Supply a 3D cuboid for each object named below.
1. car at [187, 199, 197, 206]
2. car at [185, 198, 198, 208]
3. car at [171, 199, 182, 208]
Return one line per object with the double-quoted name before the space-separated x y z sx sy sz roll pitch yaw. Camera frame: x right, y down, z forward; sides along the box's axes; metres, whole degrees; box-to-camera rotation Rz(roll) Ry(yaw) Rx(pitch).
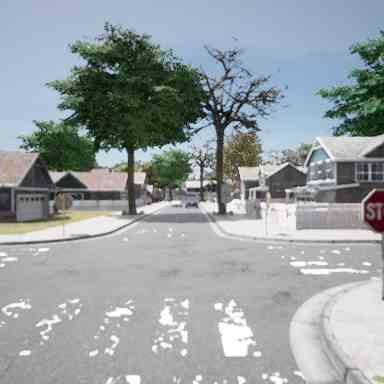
"car" -0.031 2.099 65.929 1.994 1.385 4.181 0 0 0
"car" -0.026 1.806 55.865 2.097 1.767 4.553 0 0 0
"car" -2.778 2.011 59.680 1.812 1.442 4.674 0 0 0
